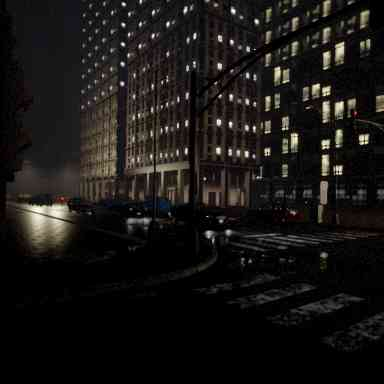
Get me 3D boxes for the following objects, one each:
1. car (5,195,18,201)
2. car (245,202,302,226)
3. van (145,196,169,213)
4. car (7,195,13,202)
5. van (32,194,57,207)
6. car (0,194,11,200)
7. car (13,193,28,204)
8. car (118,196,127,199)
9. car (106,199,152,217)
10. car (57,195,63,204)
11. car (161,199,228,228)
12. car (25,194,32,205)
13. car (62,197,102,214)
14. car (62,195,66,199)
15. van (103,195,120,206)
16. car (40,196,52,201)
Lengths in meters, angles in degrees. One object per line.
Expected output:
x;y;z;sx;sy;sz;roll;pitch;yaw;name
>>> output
-40.374;1.377;74.316;2.008;1.369;4.403;1;-1;-35;car
5.721;1.505;23.917;1.967;1.590;4.097;1;-1;-35;car
-4.093;1.382;37.732;1.690;1.788;3.998;1;-1;-35;van
-37.103;1.396;69.712;1.947;1.339;4.313;1;-1;-35;car
-20.739;1.197;46.692;1.690;1.788;3.998;1;-1;-35;van
-46.822;1.365;83.389;1.752;1.417;4.829;1;-1;-35;car
-30.555;1.154;60.505;2.192;1.841;5.009;1;-1;-35;car
-7.369;1.584;42.334;2.008;1.369;4.403;1;-1;-35;car
-5.789;1.535;30.114;1.895;1.301;4.718;1;-1;-35;car
-24.925;1.307;62.575;2.097;1.767;4.553;1;-1;-35;car
0.302;1.441;21.547;2.128;1.511;4.902;1;-1;-35;car
-24.015;1.432;51.294;1.802;1.307;4.206;1;-1;-35;car
-10.927;1.427;32.876;2.008;1.369;4.403;1;-1;-35;car
-18.939;1.456;54.147;2.128;1.511;4.902;1;-1;-35;car
-10.637;1.368;46.941;1.690;1.788;3.998;1;-1;-35;van
-36.817;1.570;83.773;1.802;1.307;4.206;1;-1;-35;car
